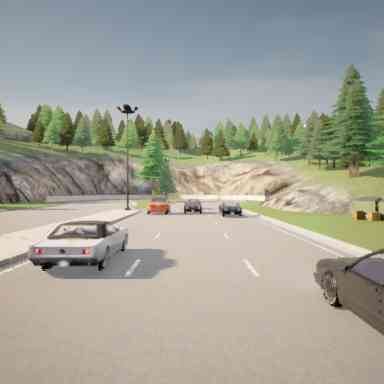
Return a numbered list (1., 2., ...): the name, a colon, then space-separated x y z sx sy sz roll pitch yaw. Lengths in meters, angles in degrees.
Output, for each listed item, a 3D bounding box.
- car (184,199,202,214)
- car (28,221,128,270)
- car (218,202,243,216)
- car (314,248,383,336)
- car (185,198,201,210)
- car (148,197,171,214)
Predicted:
1. car: 0.099 1.601 35.487 1.895 1.301 4.718 0 0 0
2. car: -3.400 1.601 11.028 1.895 1.301 4.718 0 0 0
3. car: 3.599 1.601 31.973 1.895 1.301 4.718 0 0 0
4. car: 3.600 1.547 4.892 2.033 1.411 5.357 0 0 0
5. car: 0.179 1.564 44.277 1.994 1.385 4.181 0 0 2
6. car: -3.400 1.354 35.293 2.097 1.767 4.553 0 0 0
